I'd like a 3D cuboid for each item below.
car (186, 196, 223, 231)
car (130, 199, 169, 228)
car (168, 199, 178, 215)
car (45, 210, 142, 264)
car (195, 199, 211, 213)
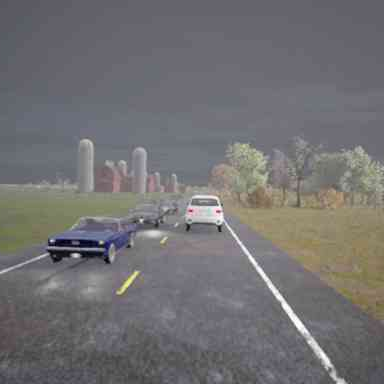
[{"bbox_3d":[0.779,1.269,21.337,2.150,2.045,5.566,2,0,2],"label":"car"},{"bbox_3d":[-2.896,1.459,22.182,1.837,1.490,4.892,2,0,2],"label":"car"},{"bbox_3d":[-2.440,1.474,33.738,2.128,1.511,4.902,2,0,3],"label":"car"},{"bbox_3d":[-3.271,1.531,11.776,1.895,1.301,4.718,2,0,2],"label":"car"},{"bbox_3d":[1.387,1.619,40.239,1.812,1.442,4.674,2,0,2],"label":"car"}]
